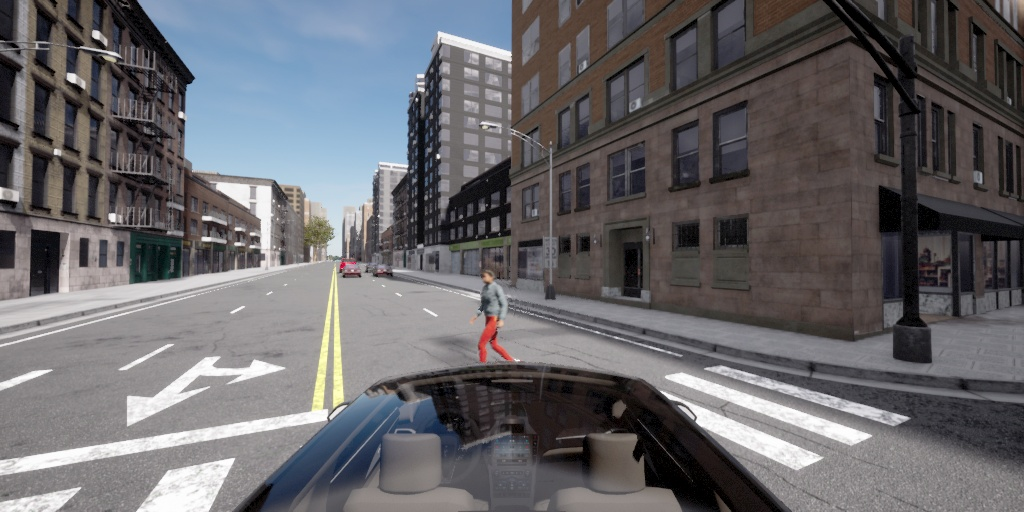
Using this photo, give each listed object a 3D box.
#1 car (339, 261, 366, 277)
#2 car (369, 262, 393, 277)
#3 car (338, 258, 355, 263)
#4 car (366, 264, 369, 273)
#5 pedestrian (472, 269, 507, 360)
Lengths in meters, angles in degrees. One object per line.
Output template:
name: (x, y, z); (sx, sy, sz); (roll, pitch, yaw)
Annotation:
car: (-17.763, 1.599, 39.701); (2.033, 1.411, 5.357); (1, -1, -26)
car: (-14.832, 1.635, 41.067); (2.033, 1.411, 5.357); (1, -1, -25)
car: (-22.711, 1.347, 49.692); (2.150, 2.045, 5.566); (1, -1, -26)
car: (-20.109, 1.659, 51.774); (2.128, 1.511, 4.902); (1, -1, -26)
pedestrian: (-0.380, 1.073, 6.056); (0.375, 1.860, 0.375); (1, -1, -26)
